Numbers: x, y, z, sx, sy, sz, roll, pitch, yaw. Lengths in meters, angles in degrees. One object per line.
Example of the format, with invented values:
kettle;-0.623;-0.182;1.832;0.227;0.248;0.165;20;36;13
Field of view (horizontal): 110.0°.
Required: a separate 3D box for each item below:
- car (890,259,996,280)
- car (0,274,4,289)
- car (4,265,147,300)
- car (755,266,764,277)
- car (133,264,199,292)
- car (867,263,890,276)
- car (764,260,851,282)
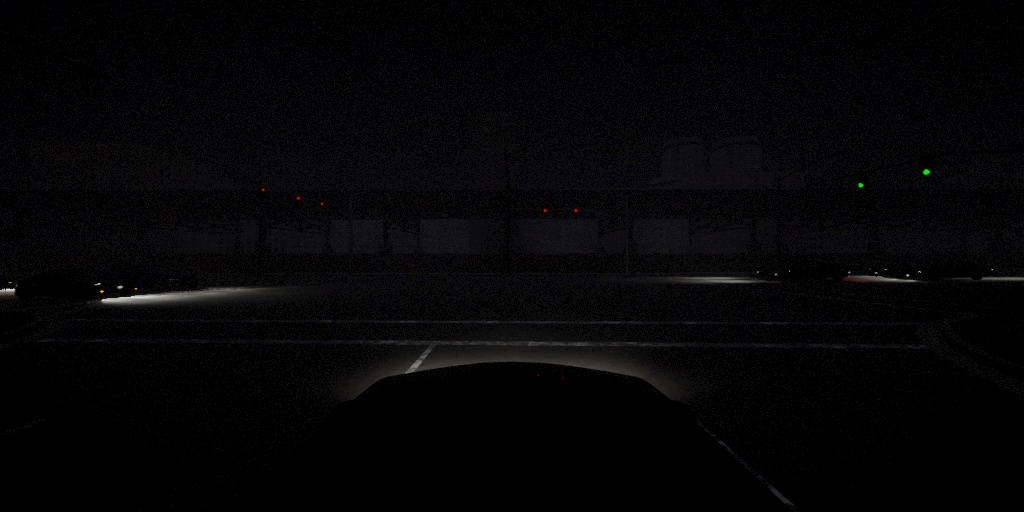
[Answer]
car;31.768;1.010;26.315;5.357;1.411;2.033;-1;0;1
car;-32.034;1.293;20.840;4.181;1.385;1.994;0;0;2
car;-20.523;1.294;17.002;4.181;1.385;1.994;0;0;1
car;23.117;1.056;30.046;4.902;1.511;2.128;-1;0;2
car;-20.804;1.203;20.511;5.008;1.535;1.882;0;0;2
car;32.973;0.989;29.783;5.357;1.411;2.033;-1;0;2
car;22.060;1.070;26.566;4.902;1.511;2.128;-1;0;1
